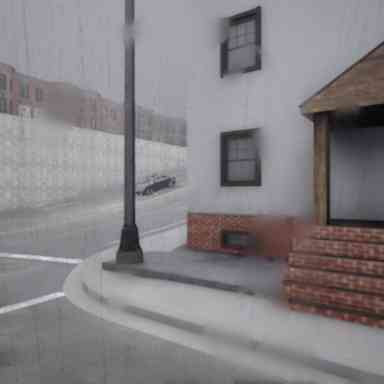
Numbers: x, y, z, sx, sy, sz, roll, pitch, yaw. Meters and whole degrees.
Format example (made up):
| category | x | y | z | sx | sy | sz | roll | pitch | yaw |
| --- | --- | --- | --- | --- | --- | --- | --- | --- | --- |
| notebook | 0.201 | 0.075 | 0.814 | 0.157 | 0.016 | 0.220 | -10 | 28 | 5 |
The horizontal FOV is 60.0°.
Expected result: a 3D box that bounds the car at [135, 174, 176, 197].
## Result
| category | x | y | z | sx | sy | sz | roll | pitch | yaw |
| --- | --- | --- | --- | --- | --- | --- | --- | --- | --- |
| car | -3.312 | -0.672 | 28.039 | 2.128 | 1.511 | 4.902 | 0 | 13 | 35 |
